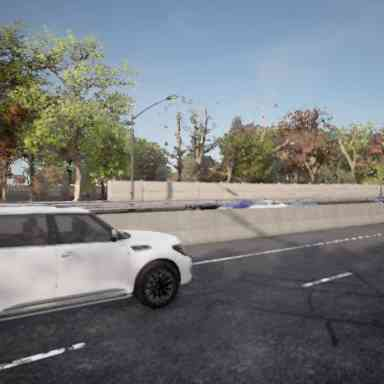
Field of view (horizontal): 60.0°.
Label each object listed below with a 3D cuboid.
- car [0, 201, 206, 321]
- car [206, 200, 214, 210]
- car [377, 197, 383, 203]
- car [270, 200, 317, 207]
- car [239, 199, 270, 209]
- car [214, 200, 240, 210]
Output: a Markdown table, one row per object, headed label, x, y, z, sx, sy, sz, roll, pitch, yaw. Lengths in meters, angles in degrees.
| label | x | y | z | sx | sy | sz | roll | pitch | yaw |
| --- | --- | --- | --- | --- | --- | --- | --- | --- | --- |
| car | -2.652 | 1.220 | 6.171 | 5.566 | 2.045 | 2.150 | 0 | 0 | -35 |
| car | 1.355 | 1.558 | 34.655 | 4.718 | 1.301 | 1.895 | 0 | 0 | -38 |
| car | 34.853 | 1.453 | 58.842 | 5.357 | 1.411 | 2.033 | 0 | 0 | -35 |
| car | 8.945 | 1.479 | 27.572 | 4.674 | 1.442 | 1.812 | 0 | 0 | -35 |
| car | 6.888 | 1.479 | 30.405 | 4.674 | 1.442 | 1.812 | 0 | 0 | -35 |
| car | 4.847 | 1.479 | 33.248 | 4.674 | 1.442 | 1.812 | 0 | 0 | -35 |
